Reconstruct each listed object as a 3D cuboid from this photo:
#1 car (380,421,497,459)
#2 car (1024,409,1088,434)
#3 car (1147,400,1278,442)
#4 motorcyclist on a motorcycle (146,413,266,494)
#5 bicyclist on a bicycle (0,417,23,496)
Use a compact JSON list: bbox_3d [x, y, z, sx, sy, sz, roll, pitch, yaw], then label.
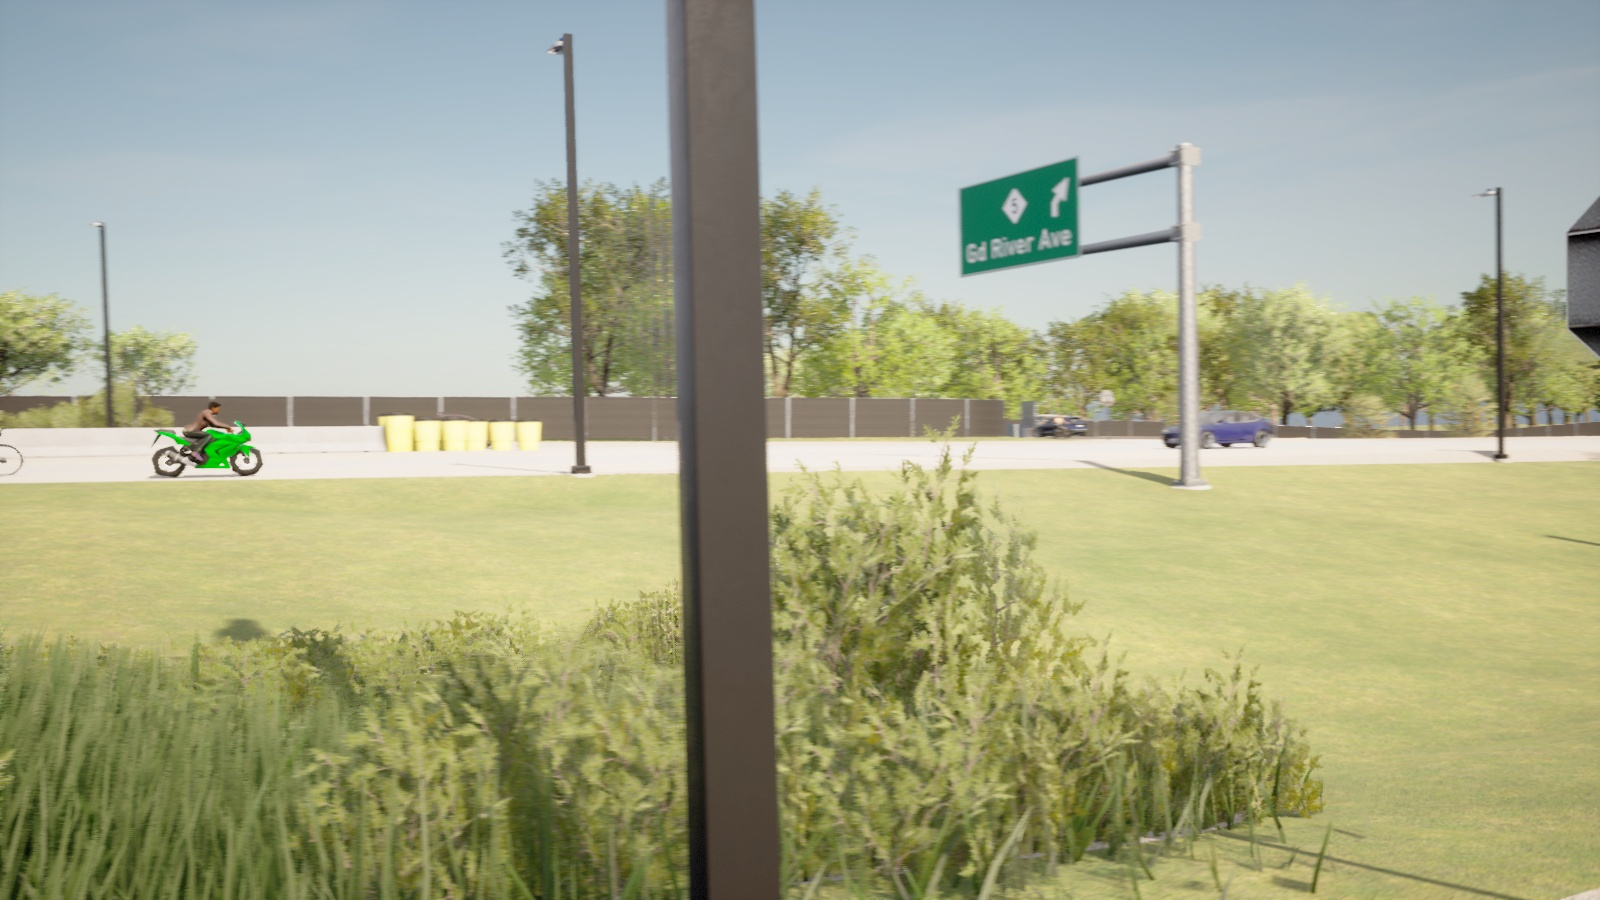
[{"bbox_3d":[-14.175,-0.407,49.473,4.181,1.385,1.994,-1,1,-9],"label":"car"},{"bbox_3d":[19.309,-2.107,94.859,2.033,1.649,4.856,-4,1,-29],"label":"car"},{"bbox_3d":[16.077,-1.138,48.894,4.792,1.488,2.163,-2,1,-30],"label":"car"},{"bbox_3d":[-11.772,0.057,24.914,2.044,1.523,0.797,-2,1,-30],"label":"motorcyclist on a motorcycle"},{"bbox_3d":[-17.052,0.156,25.922,1.656,1.620,0.582,-2,1,-30],"label":"bicyclist on a bicycle"}]
